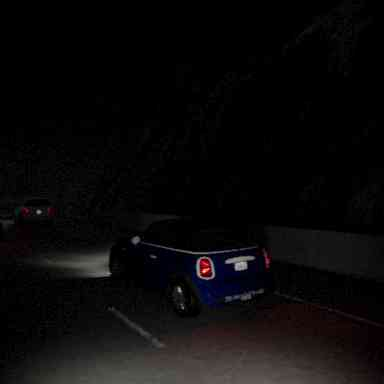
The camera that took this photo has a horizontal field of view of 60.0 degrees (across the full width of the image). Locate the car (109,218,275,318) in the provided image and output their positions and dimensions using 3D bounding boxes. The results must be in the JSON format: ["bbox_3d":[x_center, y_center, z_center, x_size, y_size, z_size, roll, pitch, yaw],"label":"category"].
[{"bbox_3d":[-0.298,1.428,7.971,2.097,1.767,4.553,0,-1,-35],"label":"car"}]

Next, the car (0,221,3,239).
[{"bbox_3d":[-11.349,1.771,17.775,1.895,1.301,4.718,0,-1,-34],"label":"car"}]

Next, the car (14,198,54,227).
[{"bbox_3d":[-11.911,1.460,24.991,2.150,2.045,5.566,0,-1,-32],"label":"car"}]
